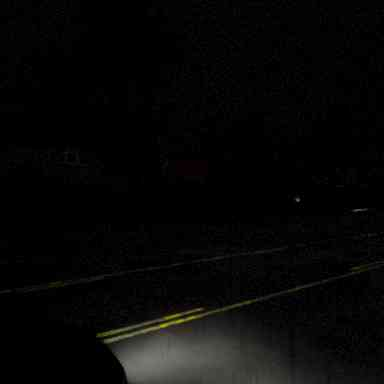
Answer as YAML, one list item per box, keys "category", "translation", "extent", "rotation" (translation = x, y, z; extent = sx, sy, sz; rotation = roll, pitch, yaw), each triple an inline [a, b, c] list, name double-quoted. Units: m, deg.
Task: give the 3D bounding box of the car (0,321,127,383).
- category: "car"
  translation: [-2.734, 1.511, 1.810]
  extent: [4.892, 1.490, 1.837]
  rotation: [0, 0, -35]
